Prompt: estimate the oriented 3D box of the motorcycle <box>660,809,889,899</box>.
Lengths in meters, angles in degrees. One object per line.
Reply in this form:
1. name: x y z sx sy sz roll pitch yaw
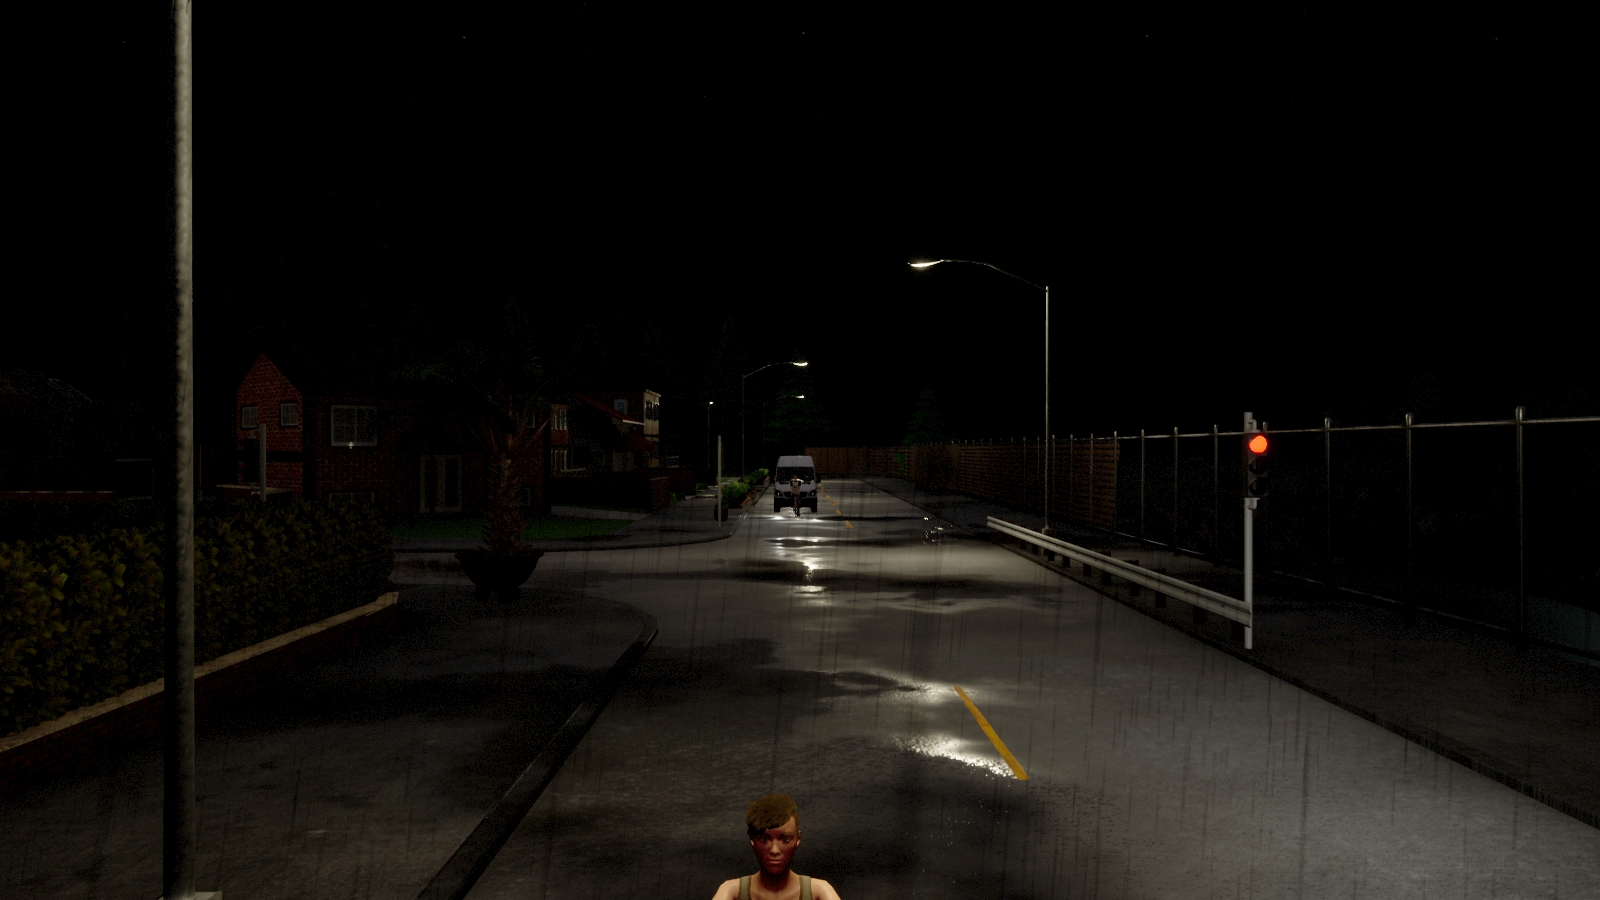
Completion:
1. motorcycle: -0.084 2.157 3.590 0.764 1.307 2.356 0 0 -1
